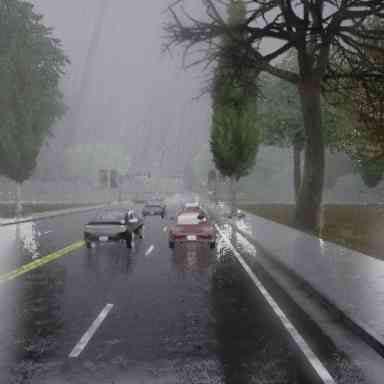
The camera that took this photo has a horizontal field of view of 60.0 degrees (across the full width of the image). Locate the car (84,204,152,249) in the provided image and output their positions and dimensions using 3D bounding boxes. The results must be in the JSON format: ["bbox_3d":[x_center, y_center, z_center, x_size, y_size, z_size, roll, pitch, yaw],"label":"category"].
[{"bbox_3d":[-3.250,1.500,14.651,2.128,1.511,4.902,0,0,0],"label":"car"}]

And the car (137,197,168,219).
[{"bbox_3d":[-3.250,1.519,29.651,2.128,1.511,4.902,0,0,0],"label":"car"}]

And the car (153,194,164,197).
[{"bbox_3d":[-6.500,1.430,63.577,2.150,2.045,5.566,0,0,0],"label":"car"}]

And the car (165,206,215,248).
[{"bbox_3d":[0.000,1.538,14.650,1.812,1.442,4.674,0,0,0],"label":"car"}]

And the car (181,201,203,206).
[{"bbox_3d":[0.000,1.557,29.650,1.812,1.442,4.674,0,0,0],"label":"car"}]

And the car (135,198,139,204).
[{"bbox_3d":[-9.750,1.758,63.575,1.895,1.301,4.718,0,0,0],"label":"car"}]
